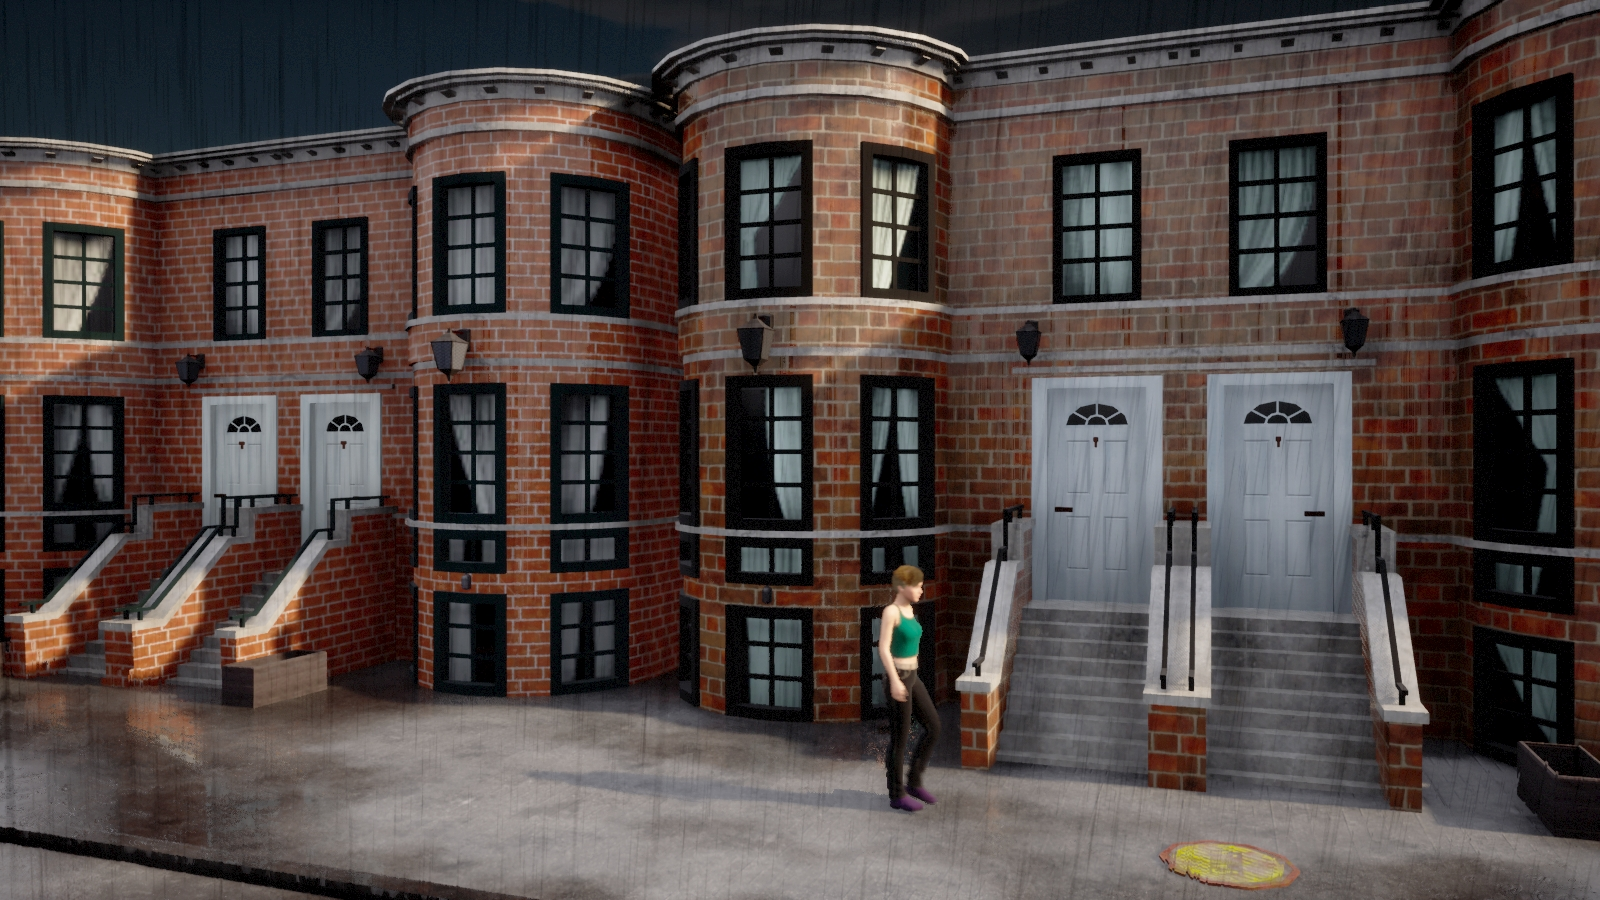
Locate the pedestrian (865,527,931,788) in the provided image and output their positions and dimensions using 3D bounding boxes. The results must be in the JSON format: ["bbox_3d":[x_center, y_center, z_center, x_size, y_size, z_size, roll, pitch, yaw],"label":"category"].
[{"bbox_3d":[0.734,1.524,8.561,0.375,1.860,0.375,0,0,29],"label":"pedestrian"}]
